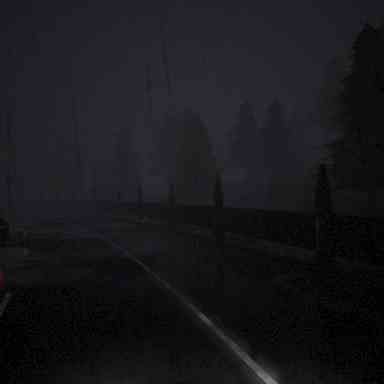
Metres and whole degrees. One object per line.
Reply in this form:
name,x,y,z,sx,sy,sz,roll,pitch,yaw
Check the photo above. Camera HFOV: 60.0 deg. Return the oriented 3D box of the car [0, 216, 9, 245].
car,-10.178,1.854,16.516,1.895,1.301,4.718,-1,0,-27
